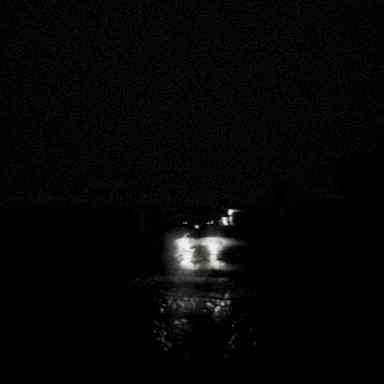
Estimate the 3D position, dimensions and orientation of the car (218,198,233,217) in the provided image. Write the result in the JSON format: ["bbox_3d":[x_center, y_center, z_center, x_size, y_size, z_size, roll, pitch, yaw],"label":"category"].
[{"bbox_3d":[2.571,1.549,31.686,2.033,1.411,5.357,-1,0,8],"label":"car"}]

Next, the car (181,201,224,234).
[{"bbox_3d":[0.627,1.518,19.295,1.837,1.490,4.892,-1,0,9],"label":"car"}]
